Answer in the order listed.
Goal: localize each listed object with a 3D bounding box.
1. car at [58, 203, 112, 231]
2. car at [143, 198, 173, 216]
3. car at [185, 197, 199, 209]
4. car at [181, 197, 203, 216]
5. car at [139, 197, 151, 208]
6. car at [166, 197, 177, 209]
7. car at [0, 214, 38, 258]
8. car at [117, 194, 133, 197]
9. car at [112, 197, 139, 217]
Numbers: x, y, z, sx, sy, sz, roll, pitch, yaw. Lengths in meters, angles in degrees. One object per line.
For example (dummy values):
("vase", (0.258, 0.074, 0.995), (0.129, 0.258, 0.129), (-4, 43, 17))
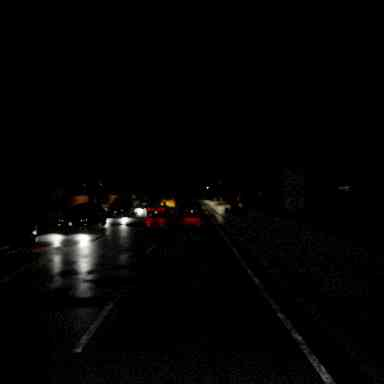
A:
("car", (-6.595, 1.483, 20.494), (1.837, 1.490, 4.892), (0, 0, 0))
("car", (-3.240, 1.578, 32.207), (1.895, 1.301, 4.718), (0, 0, 0))
("car", (0.048, 1.474, 46.487), (1.882, 1.535, 5.008), (0, 0, 0))
("car", (0.009, 1.481, 31.763), (1.837, 1.490, 4.892), (0, 0, 0))
("car", (-6.505, 1.514, 47.881), (2.128, 1.511, 4.902), (0, 0, 0))
("car", (-3.202, 1.473, 46.344), (1.882, 1.535, 5.008), (0, 0, 1))
("car", (-6.598, 1.480, 10.324), (2.128, 1.511, 4.902), (0, 0, 0))
("car", (-9.755, 1.317, 47.851), (2.150, 2.045, 5.566), (0, 0, 0))
("car", (-6.551, 1.480, 30.932), (1.837, 1.490, 4.892), (0, 0, 1))
